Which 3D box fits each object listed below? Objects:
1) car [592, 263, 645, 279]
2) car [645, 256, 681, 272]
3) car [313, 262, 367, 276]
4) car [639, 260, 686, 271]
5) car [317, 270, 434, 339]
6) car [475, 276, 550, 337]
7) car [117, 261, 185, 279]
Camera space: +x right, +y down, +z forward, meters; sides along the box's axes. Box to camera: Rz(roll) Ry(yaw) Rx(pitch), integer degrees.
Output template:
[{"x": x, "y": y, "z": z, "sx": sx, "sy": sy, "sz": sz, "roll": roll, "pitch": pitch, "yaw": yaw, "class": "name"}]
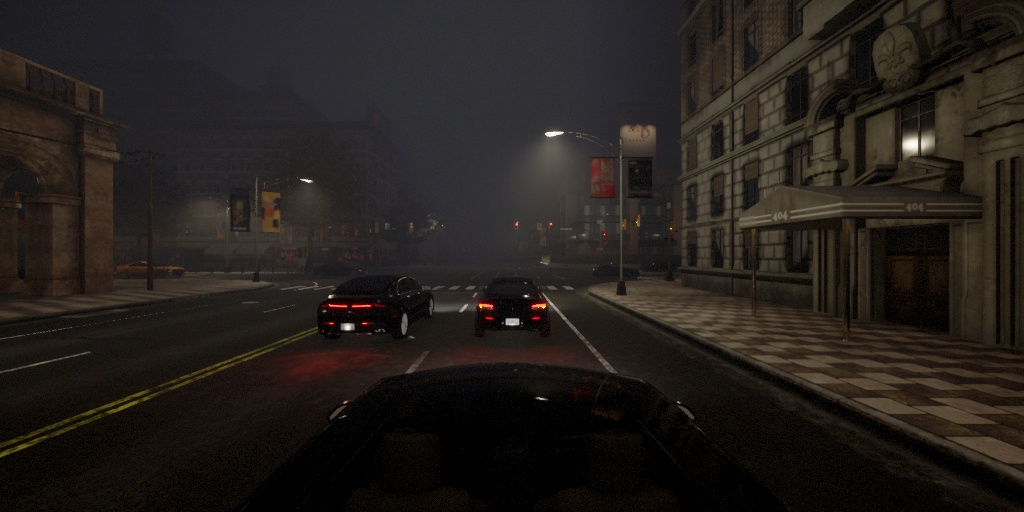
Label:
[{"x": 9.387, "y": 1.314, "z": 32.612, "sx": 4.181, "sy": 1.385, "sz": 1.994, "roll": 0, "pitch": 0, "yaw": 0, "class": "car"}, {"x": 19.991, "y": 0.971, "z": 44.331, "sx": 5.566, "sy": 2.045, "sz": 2.150, "roll": 0, "pitch": 0, "yaw": 1, "class": "car"}, {"x": -15.517, "y": 1.276, "z": 32.516, "sx": 4.674, "sy": 1.442, "sz": 1.812, "roll": 0, "pitch": 0, "yaw": 0, "class": "car"}, {"x": 19.999, "y": 1.297, "z": 47.848, "sx": 5.357, "sy": 1.411, "sz": 2.033, "roll": 0, "pitch": 0, "yaw": 0, "class": "car"}, {"x": -3.494, "y": 1.255, "z": 10.036, "sx": 1.837, "sy": 1.490, "sz": 4.892, "roll": 0, "pitch": 0, "yaw": 0, "class": "car"}, {"x": 0.007, "y": 1.276, "z": 10.156, "sx": 1.812, "sy": 1.442, "sz": 4.674, "roll": 0, "pitch": 0, "yaw": 0, "class": "car"}, {"x": -32.595, "y": 1.227, "z": 32.449, "sx": 5.008, "sy": 1.535, "sz": 1.882, "roll": 0, "pitch": 0, "yaw": 0, "class": "car"}]
